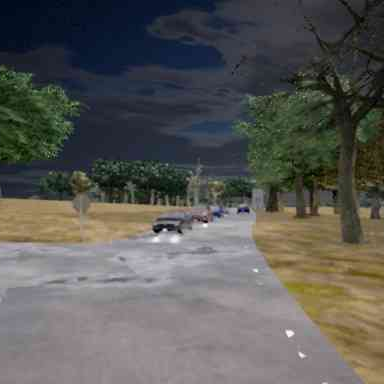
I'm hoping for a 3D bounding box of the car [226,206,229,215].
[{"bbox_3d":[4.688,2.804,51.342,1.895,1.301,4.718,0,-2,11],"label":"car"}]

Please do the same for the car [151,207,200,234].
[{"bbox_3d":[-1.100,1.979,22.586,2.033,1.411,5.357,0,-1,12],"label":"car"}]

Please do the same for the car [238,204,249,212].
[{"bbox_3d":[9.787,3.057,63.549,1.882,1.535,5.008,0,-2,8],"label":"car"}]

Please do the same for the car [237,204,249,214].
[{"bbox_3d":[8.235,2.740,53.336,1.882,1.535,5.008,0,-2,10],"label":"car"}]

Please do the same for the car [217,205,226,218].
[{"bbox_3d":[2.764,2.411,41.546,1.882,1.535,5.008,0,-2,12],"label":"car"}]

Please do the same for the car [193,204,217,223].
[{"bbox_3d":[0.761,2.033,32.094,2.097,1.767,4.553,0,-2,12],"label":"car"}]
